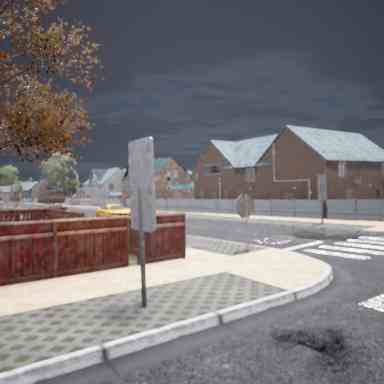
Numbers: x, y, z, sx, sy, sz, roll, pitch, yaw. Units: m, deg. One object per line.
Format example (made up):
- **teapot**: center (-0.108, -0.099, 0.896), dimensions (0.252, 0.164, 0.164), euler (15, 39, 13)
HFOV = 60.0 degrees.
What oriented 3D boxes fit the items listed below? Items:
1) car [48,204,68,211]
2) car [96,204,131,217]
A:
- **car**: center (-18.885, 2.308, 46.717), dimensions (1.895, 1.301, 4.718), euler (-3, 1, -36)
- **car**: center (-7.100, 1.850, 30.229), dimensions (1.882, 1.535, 5.008), euler (-3, 1, -36)
